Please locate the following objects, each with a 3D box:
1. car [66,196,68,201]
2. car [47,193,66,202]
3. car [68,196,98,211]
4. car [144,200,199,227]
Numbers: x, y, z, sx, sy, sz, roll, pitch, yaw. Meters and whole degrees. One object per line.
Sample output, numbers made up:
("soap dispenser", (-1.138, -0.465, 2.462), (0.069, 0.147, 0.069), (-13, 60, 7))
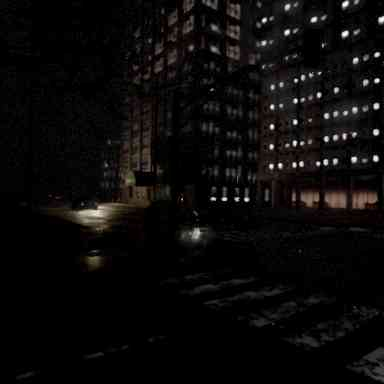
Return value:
("car", (-31.350, 1.717, 85.041), (1.994, 1.385, 4.181), (2, -1, -34))
("car", (-33.819, 1.610, 82.889), (2.128, 1.511, 4.902), (2, -1, -34))
("car", (-12.751, 1.351, 39.548), (2.097, 1.767, 4.553), (2, -1, -34))
("car", (-1.468, 1.375, 22.660), (2.097, 1.767, 4.553), (2, -1, -34))
